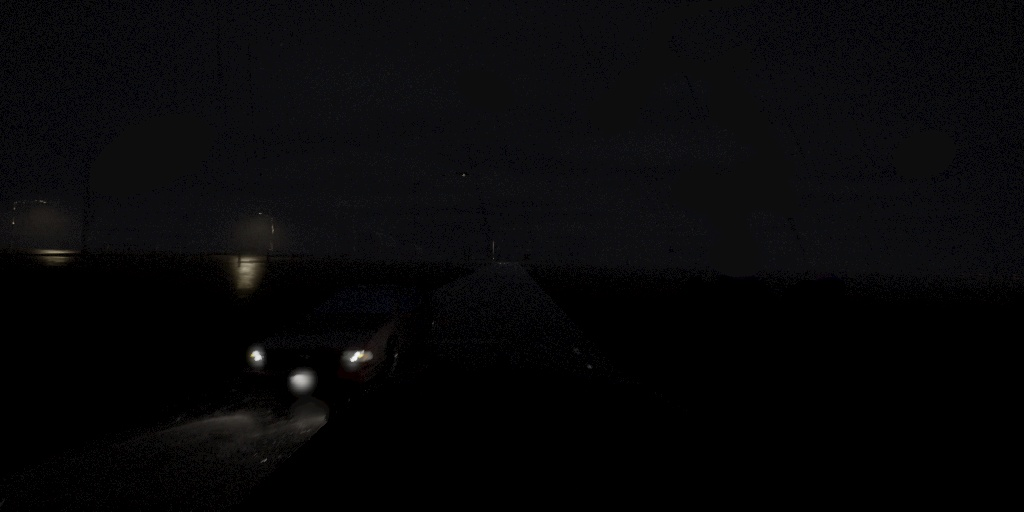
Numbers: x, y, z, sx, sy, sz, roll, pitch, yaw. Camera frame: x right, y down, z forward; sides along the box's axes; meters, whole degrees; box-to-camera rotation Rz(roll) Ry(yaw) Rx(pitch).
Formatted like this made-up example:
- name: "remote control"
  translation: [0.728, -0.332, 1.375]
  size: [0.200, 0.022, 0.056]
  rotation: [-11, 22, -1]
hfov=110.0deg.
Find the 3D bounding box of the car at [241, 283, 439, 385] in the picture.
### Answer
- name: "car"
  translation: [-2.850, 1.299, 7.510]
  size: [2.033, 1.411, 5.357]
  rotation: [0, 0, 0]
